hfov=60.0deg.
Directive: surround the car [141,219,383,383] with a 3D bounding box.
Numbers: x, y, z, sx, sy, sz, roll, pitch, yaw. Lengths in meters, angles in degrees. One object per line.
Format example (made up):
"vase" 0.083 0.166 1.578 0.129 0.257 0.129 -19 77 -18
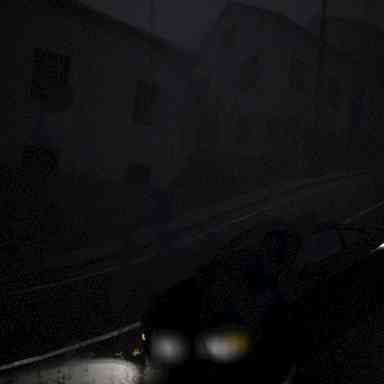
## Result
"car" 1.308 1.204 4.865 4.181 1.385 1.994 -14 8 -33
